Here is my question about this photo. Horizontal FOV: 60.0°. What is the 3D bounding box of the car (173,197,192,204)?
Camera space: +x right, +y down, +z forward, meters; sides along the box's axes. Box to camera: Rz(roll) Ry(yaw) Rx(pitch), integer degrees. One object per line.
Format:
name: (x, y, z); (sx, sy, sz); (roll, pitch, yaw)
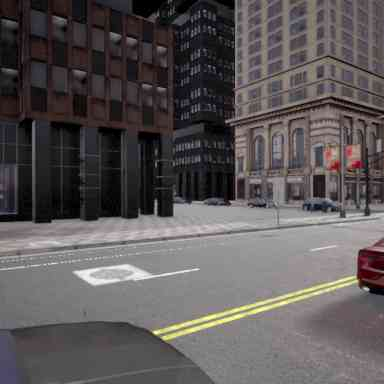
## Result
car: (-2.118, 1.607, 62.157); (2.033, 1.411, 5.357); (0, 0, -35)

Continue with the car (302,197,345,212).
car: (14.966, 1.376, 37.922); (2.097, 1.767, 4.553); (0, 0, -35)

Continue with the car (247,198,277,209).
car: (9.688, 1.525, 45.386); (2.128, 1.511, 4.902); (0, 0, -35)

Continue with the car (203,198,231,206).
car: (3.995, 1.593, 53.451); (2.033, 1.411, 5.357); (0, 0, -35)

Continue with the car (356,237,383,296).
car: (5.708, 1.477, 7.516); (5.008, 1.535, 1.882); (0, 0, -36)

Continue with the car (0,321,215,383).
car: (-2.306, 1.547, 1.799); (5.357, 1.411, 2.033); (0, 0, -35)
